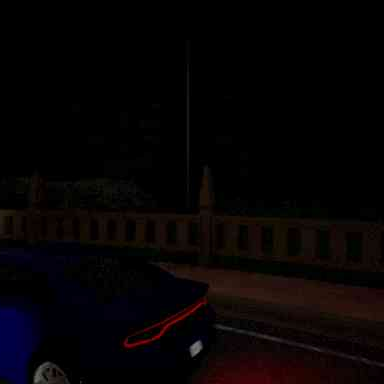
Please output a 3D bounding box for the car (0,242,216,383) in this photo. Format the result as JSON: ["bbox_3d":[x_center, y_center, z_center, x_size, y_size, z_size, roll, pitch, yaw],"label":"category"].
[{"bbox_3d":[-2.127,1.461,4.642,5.008,1.535,1.882,0,0,29],"label":"car"}]
